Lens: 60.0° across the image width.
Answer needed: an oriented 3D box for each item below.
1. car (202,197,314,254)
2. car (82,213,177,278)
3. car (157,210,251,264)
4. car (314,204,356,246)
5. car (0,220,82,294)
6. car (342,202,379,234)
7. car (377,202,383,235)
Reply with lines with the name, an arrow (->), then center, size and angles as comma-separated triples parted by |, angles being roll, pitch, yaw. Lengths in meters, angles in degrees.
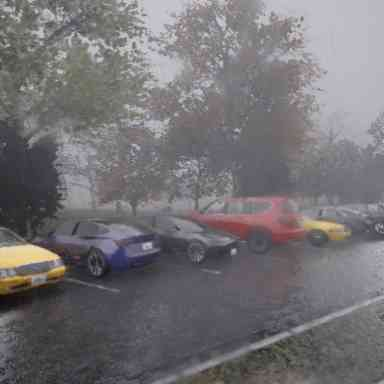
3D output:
car -> 1.723, 1.233, 13.666 | 5.566, 2.045, 2.435 | -1, 0, 34
car -> -3.116, 1.527, 10.202 | 4.792, 1.488, 2.163 | -1, 0, 34
car -> -0.642, 1.519, 11.906 | 4.792, 1.488, 2.163 | -1, -1, 34
car -> 4.319, 1.471, 15.287 | 5.366, 1.575, 1.946 | -1, -1, 34
car -> -5.356, 1.498, 8.354 | 5.366, 1.575, 1.946 | -1, -1, 34
car -> 6.571, 1.471, 17.123 | 4.892, 1.521, 2.231 | -1, 0, 34
car -> 8.989, 1.338, 18.861 | 4.553, 1.767, 2.185 | -1, 0, 34
